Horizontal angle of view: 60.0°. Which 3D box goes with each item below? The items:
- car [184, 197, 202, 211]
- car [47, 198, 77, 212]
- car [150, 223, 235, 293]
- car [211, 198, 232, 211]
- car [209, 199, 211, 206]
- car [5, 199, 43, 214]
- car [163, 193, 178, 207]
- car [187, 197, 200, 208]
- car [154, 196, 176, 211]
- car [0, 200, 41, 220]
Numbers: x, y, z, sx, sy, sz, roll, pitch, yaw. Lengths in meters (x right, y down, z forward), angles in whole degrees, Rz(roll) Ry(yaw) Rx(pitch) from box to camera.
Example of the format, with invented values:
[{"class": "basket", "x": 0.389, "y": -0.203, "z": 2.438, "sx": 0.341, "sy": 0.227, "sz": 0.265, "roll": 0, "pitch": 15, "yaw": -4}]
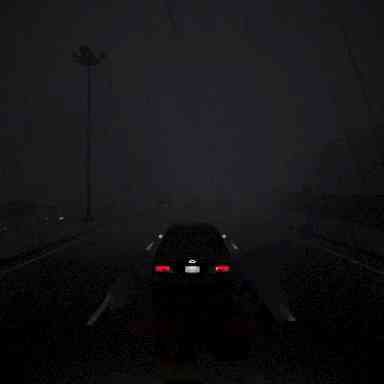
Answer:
[{"class": "car", "x": 0.116, "y": 1.491, "z": 39.895, "sx": 2.128, "sy": 1.511, "sz": 4.902, "roll": 0, "pitch": 0, "yaw": 0}, {"class": "car", "x": -14.947, "y": 1.478, "z": 38.533, "sx": 1.882, "sy": 1.535, "sz": 5.008, "roll": 0, "pitch": 0, "yaw": 1}, {"class": "car", "x": 0.007, "y": 1.548, "z": 8.959, "sx": 2.033, "sy": 1.411, "sz": 5.357, "roll": 0, "pitch": 0, "yaw": 0}, {"class": "car", "x": 3.615, "y": 1.478, "z": 39.789, "sx": 1.882, "sy": 1.535, "sz": 5.008, "roll": 0, "pitch": 0, "yaw": 0}, {"class": "car", "x": 3.692, "y": 1.564, "z": 50.206, "sx": 1.994, "sy": 1.385, "sz": 4.181, "roll": 0, "pitch": 0, "yaw": 0}, {"class": "car", "x": -18.473, "y": 1.564, "z": 36.818, "sx": 1.994, "sy": 1.385, "sz": 4.181, "roll": 0, "pitch": 0, "yaw": 1}, {"class": "car", "x": -3.308, "y": 1.221, "z": 50.284, "sx": 2.150, "sy": 2.045, "sz": 5.566, "roll": 0, "pitch": 0, "yaw": 0}, {"class": "car", "x": 0.192, "y": 1.505, "z": 50.230, "sx": 1.837, "sy": 1.490, "sz": 4.892, "roll": 0, "pitch": 0, "yaw": 0}, {"class": "car", "x": -3.384, "y": 1.547, "z": 39.954, "sx": 2.033, "sy": 1.411, "sz": 5.357, "roll": 0, "pitch": 0, "yaw": 0}, {"class": "car", "x": -15.049, "y": 1.491, "z": 28.477, "sx": 2.128, "sy": 1.511, "sz": 4.902, "roll": 0, "pitch": 0, "yaw": 0}]
